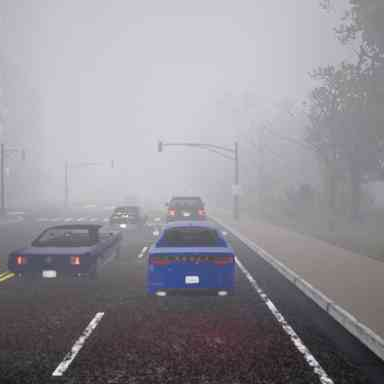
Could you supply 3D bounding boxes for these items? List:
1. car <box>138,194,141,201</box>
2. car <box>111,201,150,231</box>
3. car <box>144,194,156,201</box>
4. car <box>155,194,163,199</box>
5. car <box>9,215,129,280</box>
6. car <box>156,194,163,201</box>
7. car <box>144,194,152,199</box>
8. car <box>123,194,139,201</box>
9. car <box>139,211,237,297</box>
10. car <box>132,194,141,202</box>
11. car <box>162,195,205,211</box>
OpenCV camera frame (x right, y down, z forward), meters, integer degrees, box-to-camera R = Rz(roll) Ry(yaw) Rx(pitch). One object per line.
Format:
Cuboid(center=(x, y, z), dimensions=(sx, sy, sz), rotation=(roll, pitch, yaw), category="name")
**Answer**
Cuboid(center=(-10.941, 1.303, 63.288), dimensions=(2.097, 1.767, 4.553), rotation=(0, 0, -7), category="car")
Cuboid(center=(-3.659, 1.498, 19.611), dimensions=(1.837, 1.490, 4.892), rotation=(0, 0, -2), category="car")
Cuboid(center=(-10.525, 1.393, 82.512), dimensions=(1.882, 1.535, 5.008), rotation=(0, 0, -10), category="car")
Cuboid(center=(-9.213, 1.207, 93.404), dimensions=(1.882, 1.535, 5.008), rotation=(0, 0, -11), category="car")
Cuboid(center=(-3.324, 1.599, 9.880), dimensions=(1.895, 1.301, 4.718), rotation=(0, 0, -1), category="car")
Cuboid(center=(-7.390, 1.389, 83.442), dimensions=(1.882, 1.535, 5.008), rotation=(0, 0, -10), category="car")
Cuboid(center=(-12.407, 1.285, 92.803), dimensions=(1.994, 1.385, 4.181), rotation=(0, 0, -11), category="car")
Cuboid(center=(-9.518, 1.495, 51.182), dimensions=(1.812, 1.442, 4.674), rotation=(0, 0, -6), category="car")
Cuboid(center=(-0.046, 1.476, 8.648), dimensions=(1.882, 1.535, 5.008), rotation=(0, 0, -1), category="car")
Cuboid(center=(-13.108, 1.279, 78.265), dimensions=(2.097, 1.767, 4.553), rotation=(0, 0, -9), category="car")
Cuboid(center=(-0.382, 1.214, 19.151), dimensions=(2.150, 2.045, 5.566), rotation=(0, 0, -2), category="car")
